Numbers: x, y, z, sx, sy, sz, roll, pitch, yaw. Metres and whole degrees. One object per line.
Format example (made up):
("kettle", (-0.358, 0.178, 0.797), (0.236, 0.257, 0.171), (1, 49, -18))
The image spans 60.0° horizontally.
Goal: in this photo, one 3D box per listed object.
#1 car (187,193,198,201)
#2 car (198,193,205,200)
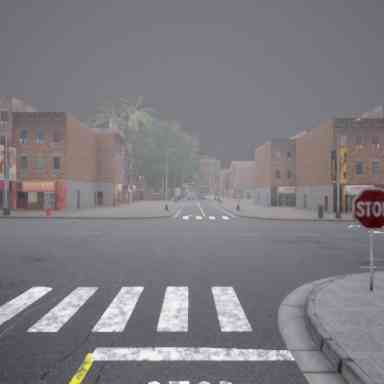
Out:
("car", (-0.093, 1.136, 71.391), (1.837, 1.490, 4.892), (0, 0, 0))
("car", (2.867, 1.584, 95.606), (1.947, 1.339, 4.313), (0, 0, 0))
